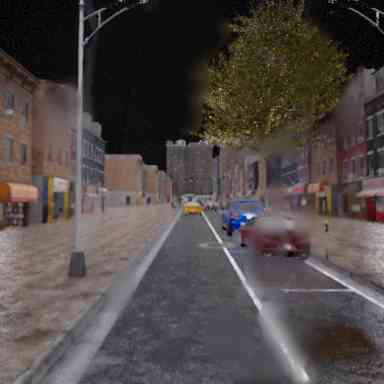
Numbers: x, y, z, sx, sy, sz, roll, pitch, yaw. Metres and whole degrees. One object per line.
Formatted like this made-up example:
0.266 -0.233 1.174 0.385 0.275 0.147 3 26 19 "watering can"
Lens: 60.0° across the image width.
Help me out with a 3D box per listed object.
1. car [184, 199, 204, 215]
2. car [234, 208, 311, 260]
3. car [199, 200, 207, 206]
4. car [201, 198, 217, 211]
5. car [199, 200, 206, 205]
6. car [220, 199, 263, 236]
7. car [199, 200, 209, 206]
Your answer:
0.119 1.932 39.490 1.882 1.535 5.008 0 -1 0 "car"
3.026 1.619 13.043 1.882 1.535 5.008 0 -1 0 "car"
2.730 2.675 82.000 1.947 1.339 4.313 1 -1 0 "car"
2.708 2.035 49.822 1.967 1.590 4.097 2 -1 0 "car"
2.737 2.741 87.606 1.752 1.417 4.829 1 -1 0 "car"
2.999 1.447 20.080 2.150 2.045 5.566 0 -1 0 "car"
2.726 2.577 76.564 1.947 1.339 4.313 1 -1 0 "car"
